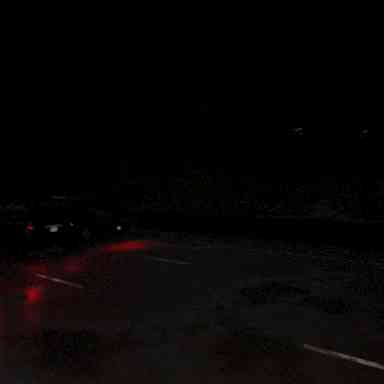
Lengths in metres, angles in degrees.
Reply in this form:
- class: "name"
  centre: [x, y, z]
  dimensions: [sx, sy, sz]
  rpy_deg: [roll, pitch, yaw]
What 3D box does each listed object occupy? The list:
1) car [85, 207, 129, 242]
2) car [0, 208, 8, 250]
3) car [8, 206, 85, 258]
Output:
- class: "car"
  centre: [-5.281, 1.454, 16.289]
  dimensions: [5.008, 1.535, 1.882]
  rpy_deg: [0, 0, 36]
- class: "car"
  centre: [-7.767, 1.207, 9.452]
  dimensions: [5.566, 2.045, 2.150]
  rpy_deg: [1, 0, 36]
- class: "car"
  centre: [-6.551, 1.331, 12.891]
  dimensions: [4.553, 1.767, 2.097]
  rpy_deg: [0, 0, 36]
